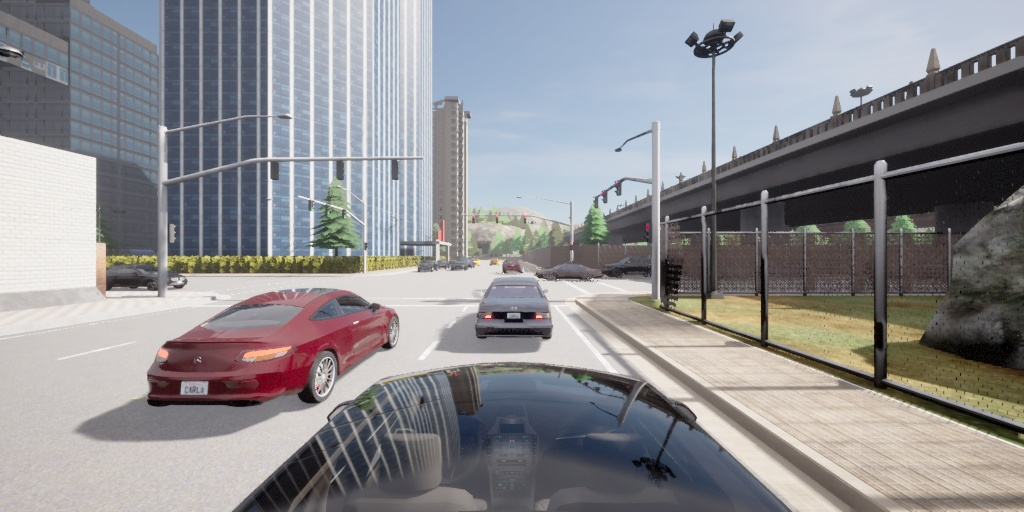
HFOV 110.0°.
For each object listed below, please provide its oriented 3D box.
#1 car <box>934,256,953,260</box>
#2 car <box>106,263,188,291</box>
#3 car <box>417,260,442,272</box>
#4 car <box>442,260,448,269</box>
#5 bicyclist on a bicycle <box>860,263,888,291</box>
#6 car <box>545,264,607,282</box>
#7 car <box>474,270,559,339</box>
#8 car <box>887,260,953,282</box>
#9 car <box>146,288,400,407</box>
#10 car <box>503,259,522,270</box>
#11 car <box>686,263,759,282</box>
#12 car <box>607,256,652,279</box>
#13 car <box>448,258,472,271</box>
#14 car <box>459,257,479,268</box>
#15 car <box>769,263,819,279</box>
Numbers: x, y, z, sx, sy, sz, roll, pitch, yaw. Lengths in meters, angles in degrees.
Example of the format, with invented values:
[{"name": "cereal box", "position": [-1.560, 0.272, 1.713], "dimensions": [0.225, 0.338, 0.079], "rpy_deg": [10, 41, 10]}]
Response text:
[{"name": "car", "position": [40.161, 1.025, 32.746], "dimensions": [5.566, 2.045, 2.150], "rpy_deg": [0, 0, 0]}, {"name": "car", "position": [-22.584, 1.331, 21.840], "dimensions": [4.674, 1.442, 1.812], "rpy_deg": [0, 0, 0]}, {"name": "car", "position": [-10.680, 1.255, 45.772], "dimensions": [1.837, 1.490, 4.892], "rpy_deg": [0, 0, 0]}, {"name": "car", "position": [-10.693, 1.276, 55.011], "dimensions": [1.812, 1.442, 4.674], "rpy_deg": [0, 0, 0]}, {"name": "bicyclist on a bicycle", "position": [18.266, 1.106, 18.208], "dimensions": [0.582, 1.620, 1.656], "rpy_deg": [0, 0, 0]}, {"name": "car", "position": [4.573, 1.332, 29.135], "dimensions": [5.357, 1.411, 2.033], "rpy_deg": [0, 0, 0]}, {"name": "car", "position": [0.079, 1.297, 10.031], "dimensions": [2.033, 1.411, 5.357], "rpy_deg": [0, 0, 1]}, {"name": "car", "position": [32.855, 1.311, 29.241], "dimensions": [4.892, 1.490, 1.837], "rpy_deg": [0, 0, 0]}, {"name": "car", "position": [-3.450, 1.276, 6.211], "dimensions": [1.812, 1.442, 4.674], "rpy_deg": [0, 0, 0]}, {"name": "car", "position": [-0.019, 1.101, 42.757], "dimensions": [2.097, 1.767, 4.553], "rpy_deg": [0, 0, -3]}, {"name": "car", "position": [16.825, 1.297, 29.183], "dimensions": [4.902, 1.511, 2.128], "rpy_deg": [0, 0, 0]}, {"name": "car", "position": [11.140, 1.026, 32.703], "dimensions": [5.566, 2.045, 2.150], "rpy_deg": [0, 0, 2]}, {"name": "car", "position": [-7.180, 1.314, 49.545], "dimensions": [1.994, 1.385, 4.181], "rpy_deg": [0, 0, 0]}, {"name": "car", "position": [-7.186, 1.297, 58.783], "dimensions": [2.033, 1.411, 5.357], "rpy_deg": [0, 0, 0]}, {"name": "car", "position": [24.732, 1.353, 32.715], "dimensions": [5.357, 1.411, 2.033], "rpy_deg": [0, 0, 0]}]
